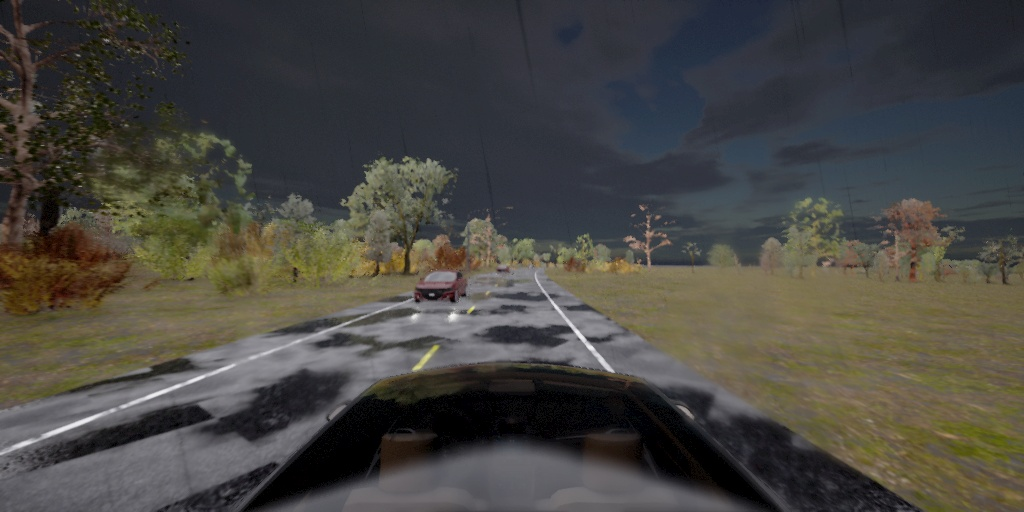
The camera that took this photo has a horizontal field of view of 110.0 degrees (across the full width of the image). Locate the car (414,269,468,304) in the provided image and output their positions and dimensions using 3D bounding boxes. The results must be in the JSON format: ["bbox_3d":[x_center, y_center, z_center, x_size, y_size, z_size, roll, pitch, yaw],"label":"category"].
[{"bbox_3d":[-3.401,1.430,17.947,1.882,1.535,5.008,0,-1,1],"label":"car"}]

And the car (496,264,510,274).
[{"bbox_3d":[-1.463,2.095,58.620,1.882,1.535,5.008,0,-1,5],"label":"car"}]
